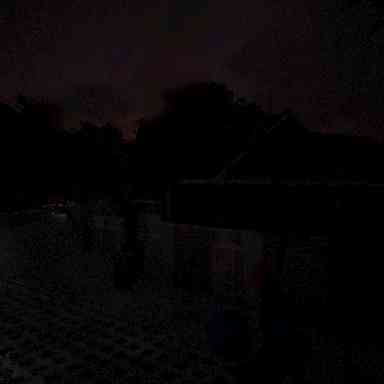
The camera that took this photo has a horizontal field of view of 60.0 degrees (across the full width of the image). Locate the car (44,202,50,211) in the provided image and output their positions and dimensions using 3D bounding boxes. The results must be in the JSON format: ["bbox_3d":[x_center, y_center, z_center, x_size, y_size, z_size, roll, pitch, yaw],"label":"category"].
[{"bbox_3d":[-24.197,2.397,57.585,1.882,1.535,5.008,0,-1,-11],"label":"car"}]

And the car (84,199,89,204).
[{"bbox_3d":[-26.391,2.596,81.416,2.097,1.767,4.553,0,-1,-11],"label":"car"}]

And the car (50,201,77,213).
[{"bbox_3d":[-18.496,2.051,48.082,2.097,1.767,4.553,-2,-1,-11],"label":"car"}]

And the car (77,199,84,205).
[{"bbox_3d":[-23.277,2.489,66.262,1.837,1.490,4.892,0,-1,-11],"label":"car"}]
